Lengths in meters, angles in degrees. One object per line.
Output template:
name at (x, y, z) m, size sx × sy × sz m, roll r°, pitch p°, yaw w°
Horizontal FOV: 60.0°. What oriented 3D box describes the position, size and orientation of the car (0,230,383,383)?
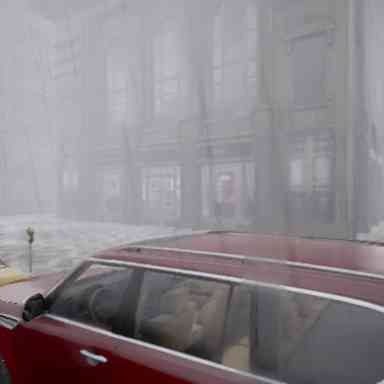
car at (-0.053, 1.301, 2.987) m, size 5.009 × 1.841 × 2.192 m, roll 0°, pitch 0°, yaw 34°
